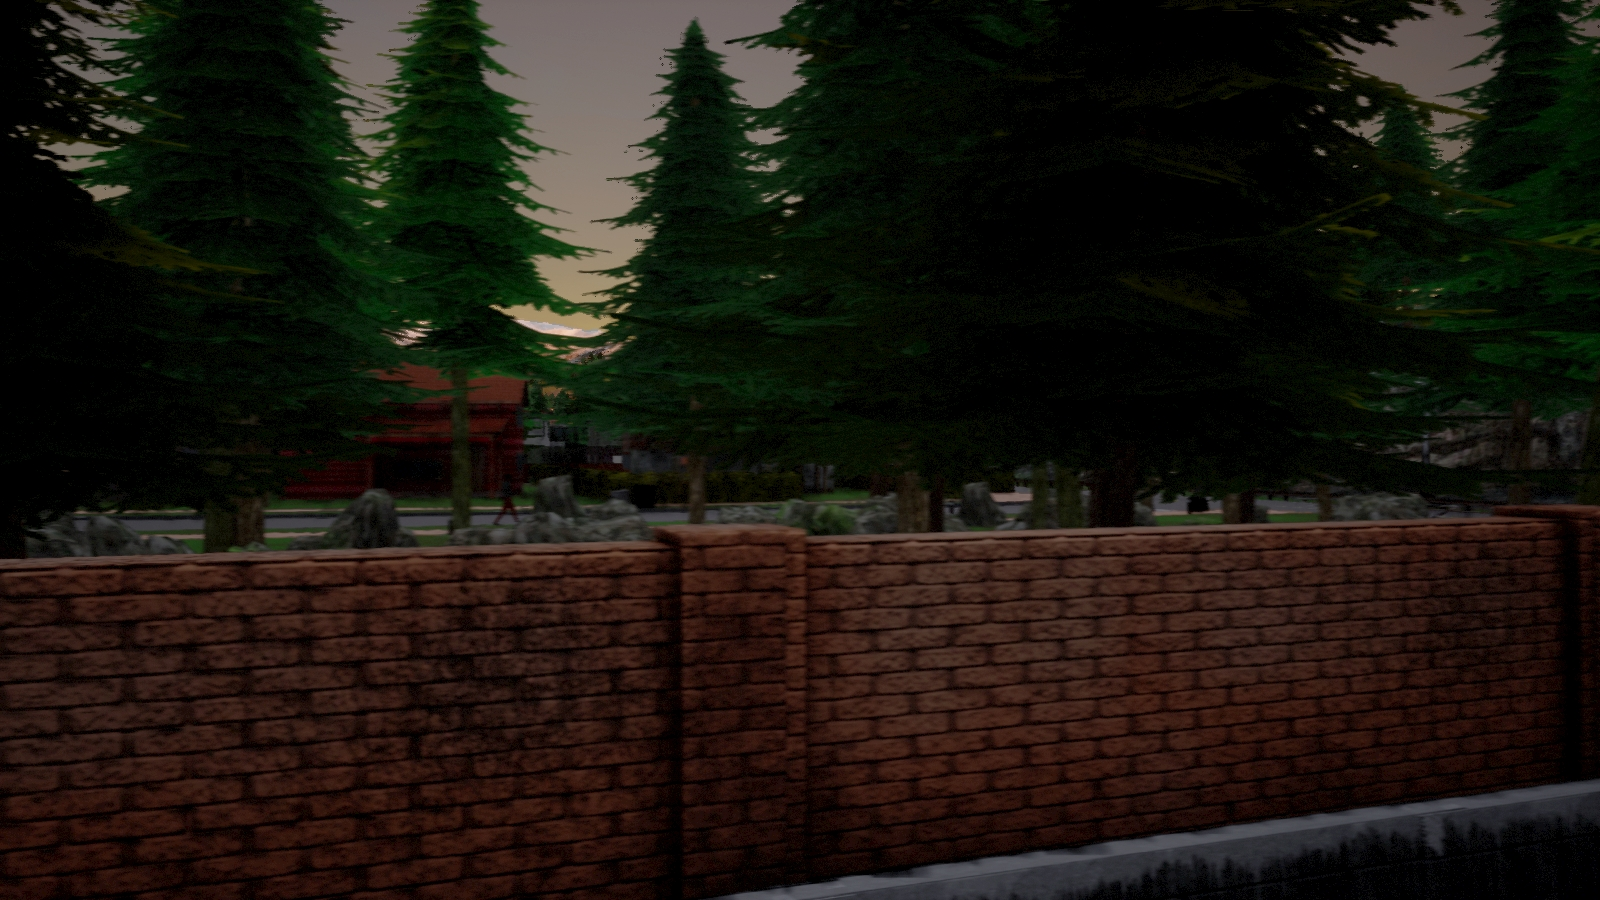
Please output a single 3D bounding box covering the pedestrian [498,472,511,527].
[{"bbox_3d":[-9.999,1.665,38.648,0.375,1.860,0.375,0,0,-25],"label":"pedestrian"}]
